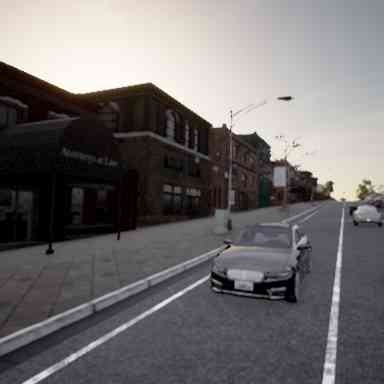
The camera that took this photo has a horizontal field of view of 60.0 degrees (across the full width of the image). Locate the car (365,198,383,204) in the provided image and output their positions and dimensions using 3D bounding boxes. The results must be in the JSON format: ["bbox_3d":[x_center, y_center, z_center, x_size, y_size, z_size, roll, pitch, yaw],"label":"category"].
[{"bbox_3d":[46.316,2.216,83.766,4.892,1.521,2.231,0,-1,25],"label":"car"}]

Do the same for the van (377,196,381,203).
[{"bbox_3d":[29.852,1.708,48.147,4.442,1.987,1.878,0,0,25],"label":"van"}]

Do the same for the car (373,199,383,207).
[{"bbox_3d":[35.828,2.045,60.824,4.792,1.488,2.163,0,0,25],"label":"car"}]

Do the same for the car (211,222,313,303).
[{"bbox_3d":[2.044,1.597,8.750,2.128,1.511,4.902,0,-1,25],"label":"car"}]

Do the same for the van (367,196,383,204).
[{"bbox_3d":[45.258,1.964,81.170,4.442,1.987,1.878,0,-1,25],"label":"van"}]

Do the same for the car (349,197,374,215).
[{"bbox_3d":[19.370,1.740,38.415,2.097,1.767,4.553,0,0,25],"label":"car"}]

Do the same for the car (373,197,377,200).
[{"bbox_3d":[33.438,2.012,55.753,4.792,1.488,2.163,0,0,25],"label":"car"}]

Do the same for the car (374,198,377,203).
[{"bbox_3d":[31.121,1.950,50.647,5.008,1.535,2.097,0,0,25],"label":"car"}]

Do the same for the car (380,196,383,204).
[{"bbox_3d":[28.817,1.792,45.537,4.553,1.767,2.185,0,0,25],"label":"car"}]

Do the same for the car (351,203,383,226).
[{"bbox_3d":[13.698,1.820,26.081,1.812,1.442,4.674,0,-1,25],"label":"car"}]
